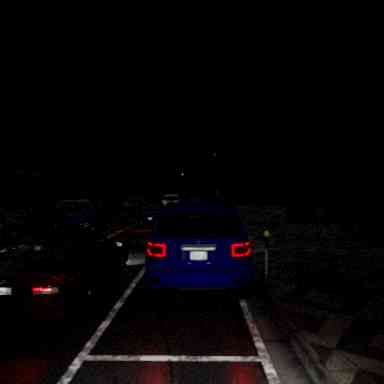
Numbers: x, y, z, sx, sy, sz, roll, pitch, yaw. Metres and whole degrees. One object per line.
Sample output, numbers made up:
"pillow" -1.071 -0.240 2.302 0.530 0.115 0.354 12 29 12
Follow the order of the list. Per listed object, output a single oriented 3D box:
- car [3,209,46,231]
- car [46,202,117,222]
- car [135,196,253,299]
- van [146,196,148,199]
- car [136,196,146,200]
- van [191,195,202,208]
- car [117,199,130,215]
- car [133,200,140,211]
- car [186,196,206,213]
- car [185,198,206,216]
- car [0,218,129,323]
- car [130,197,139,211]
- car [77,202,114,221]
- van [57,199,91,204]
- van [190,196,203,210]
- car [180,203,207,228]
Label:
"car" -8.491 1.640 18.275 1.947 1.339 4.313 0 0 1
"car" -5.827 1.539 18.273 1.882 1.535 5.008 0 0 1
"car" 0.175 1.235 8.635 2.150 2.045 5.566 0 0 1
"van" -7.802 1.482 50.894 1.690 1.788 3.998 0 0 1
"car" -7.916 1.569 45.457 1.967 1.590 4.097 0 0 1
"van" 0.721 1.442 50.714 1.690 1.788 3.998 0 0 1
"car" -8.146 1.672 34.584 1.947 1.339 4.313 0 0 1
"car" -2.615 1.534 23.602 1.882 1.535 5.008 0 0 1
"car" 0.491 1.392 39.841 2.192 1.841 5.009 0 0 1
"car" 0.377 1.506 34.404 1.967 1.590 4.097 0 0 1
"car" -2.852 1.575 7.616 2.033 1.411 5.357 0 0 1
"car" -8.035 1.642 39.851 1.752 1.417 4.829 0 0 1
"car" -8.265 1.620 28.979 1.752 1.417 4.829 0 0 1
"van" -8.377 1.425 23.712 1.690 1.788 3.998 0 0 1
"van" 0.606 1.430 45.277 1.690 1.788 3.998 0 0 1
"car" 0.151 1.569 23.701 1.752 1.417 4.829 0 0 1
